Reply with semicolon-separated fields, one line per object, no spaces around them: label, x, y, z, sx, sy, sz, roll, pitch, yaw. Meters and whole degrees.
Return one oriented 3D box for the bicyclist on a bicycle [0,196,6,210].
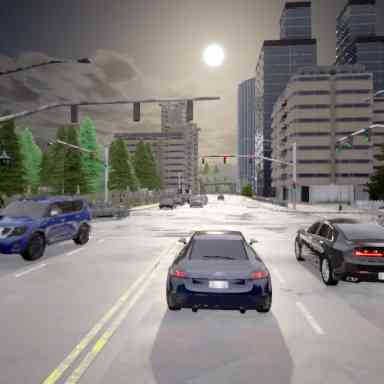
bicyclist on a bicycle;-22.306;1.301;38.971;0.582;1.620;1.656;0;0;5

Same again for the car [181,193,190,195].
car;-1.398;1.221;64.915;2.150;2.045;5.566;0;0;5

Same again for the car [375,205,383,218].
car;16.471;1.601;24.717;4.718;1.301;1.895;0;0;5

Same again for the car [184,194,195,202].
car;-0.517;1.355;74.867;2.097;1.767;4.553;0;0;5

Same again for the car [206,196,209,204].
car;1.500;1.352;58.043;2.097;1.767;4.553;0;0;5

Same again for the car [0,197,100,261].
car;-5.843;1.221;12.742;2.150;2.045;5.566;0;0;9

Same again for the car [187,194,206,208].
car;0.718;1.505;48.952;1.837;1.490;4.892;0;0;5

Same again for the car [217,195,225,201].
car;7.431;1.500;85.849;1.837;1.490;4.892;0;0;5

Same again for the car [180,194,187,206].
car;-2.300;1.547;54.778;2.033;1.411;5.357;0;0;5

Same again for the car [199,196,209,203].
car;2.443;1.505;68.413;1.837;1.490;4.892;0;0;5

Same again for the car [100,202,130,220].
car;-7.291;1.565;27.681;4.181;1.385;1.994;0;0;-9

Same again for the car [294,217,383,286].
car;4.233;1.505;9.346;1.837;1.490;4.892;0;0;5

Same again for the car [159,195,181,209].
car;-3.151;1.547;44.740;2.033;1.411;5.357;0;0;5

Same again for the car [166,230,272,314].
car;0.600;1.564;7.730;1.994;1.385;4.181;0;0;4
